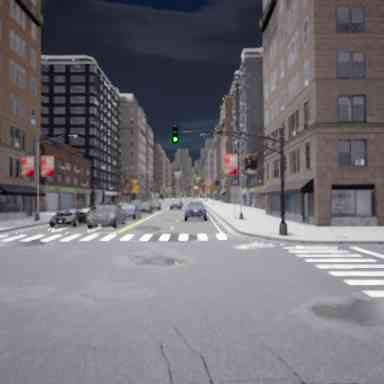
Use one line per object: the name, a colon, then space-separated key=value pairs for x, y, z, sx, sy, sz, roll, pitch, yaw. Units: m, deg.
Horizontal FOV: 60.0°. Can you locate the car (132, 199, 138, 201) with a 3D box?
car: x=-9.339 y=2.106 z=55.520 sx=2.097 sy=1.767 sz=4.553 roll=0 pitch=-1 yaw=0

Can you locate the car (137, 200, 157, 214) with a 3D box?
car: x=-6.164 y=2.161 z=43.850 sx=1.994 sy=1.385 sz=4.181 roll=0 pitch=-1 yaw=0

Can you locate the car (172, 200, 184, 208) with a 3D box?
car: x=-2.765 y=2.330 z=66.861 sx=2.128 sy=1.511 sz=4.902 roll=0 pitch=-1 yaw=0

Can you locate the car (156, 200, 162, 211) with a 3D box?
car: x=-6.100 y=2.068 z=53.969 sx=2.097 sy=1.767 sz=4.553 roll=0 pitch=-1 yaw=0

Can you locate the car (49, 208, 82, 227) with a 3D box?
car: x=-9.623 y=1.975 z=26.338 sx=1.994 sy=1.385 sz=4.181 roll=0 pitch=-1 yaw=0

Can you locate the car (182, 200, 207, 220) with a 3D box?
car: x=0.363 y=1.775 z=32.767 sx=2.097 sy=1.767 sz=4.553 roll=0 pitch=-1 yaw=0

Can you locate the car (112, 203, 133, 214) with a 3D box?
car: x=-9.405 y=2.235 z=45.203 sx=1.895 sy=1.301 sz=4.718 roll=0 pitch=-1 yaw=0

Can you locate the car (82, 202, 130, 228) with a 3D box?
car: x=-6.381 y=1.729 z=25.271 sx=2.097 sy=1.767 sz=4.553 roll=0 pitch=-1 yaw=0

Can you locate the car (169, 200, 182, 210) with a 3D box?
car: x=-2.829 y=2.328 z=56.888 sx=1.895 sy=1.301 sz=4.718 roll=0 pitch=-1 yaw=0

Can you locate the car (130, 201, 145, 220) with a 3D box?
car: x=-6.313 y=2.005 z=33.845 sx=1.812 sy=1.442 sz=4.674 roll=0 pitch=-1 yaw=1

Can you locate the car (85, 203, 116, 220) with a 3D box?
car: x=-9.541 y=2.021 z=35.158 sx=1.837 sy=1.490 sz=4.892 roll=0 pitch=-1 yaw=1

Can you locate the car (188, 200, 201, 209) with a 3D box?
car: x=0.454 y=2.226 z=59.273 sx=2.128 sy=1.511 sz=4.902 roll=0 pitch=0 yaw=1
